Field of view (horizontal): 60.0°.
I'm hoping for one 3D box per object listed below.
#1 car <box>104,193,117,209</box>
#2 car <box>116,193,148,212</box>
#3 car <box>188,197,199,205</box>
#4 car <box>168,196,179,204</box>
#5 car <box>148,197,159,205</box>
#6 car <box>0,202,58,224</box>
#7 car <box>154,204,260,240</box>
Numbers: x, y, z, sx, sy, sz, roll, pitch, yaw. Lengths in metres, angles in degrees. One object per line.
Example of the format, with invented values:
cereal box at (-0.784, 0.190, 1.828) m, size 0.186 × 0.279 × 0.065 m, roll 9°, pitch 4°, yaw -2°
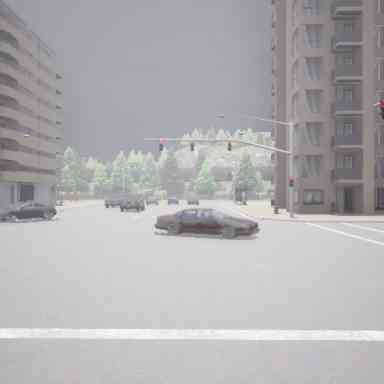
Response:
car at (-10.498, 1.218, 46.257) m, size 2.150 × 2.045 × 5.566 m, roll 0°, pitch 0°, yaw 0°
car at (-7.012, 1.221, 39.468) m, size 2.150 × 2.045 × 5.566 m, roll 0°, pitch 0°, yaw 0°
car at (0.223, 1.564, 58.373) m, size 1.994 × 1.385 × 4.181 m, roll 0°, pitch 0°, yaw 0°
car at (-3.374, 1.526, 60.030) m, size 1.812 × 1.442 × 4.674 m, roll 0°, pitch 0°, yaw 0°
car at (-6.909, 1.525, 57.626) m, size 1.812 × 1.442 × 4.674 m, roll 0°, pitch 0°, yaw 1°
car at (-12.695, 1.491, 25.258) m, size 2.128 × 1.511 × 4.902 m, roll 1°, pitch 1°, yaw 34°
car at (0.648, 1.547, 17.022) m, size 5.357 × 1.411 × 2.033 m, roll 0°, pitch 0°, yaw 28°
